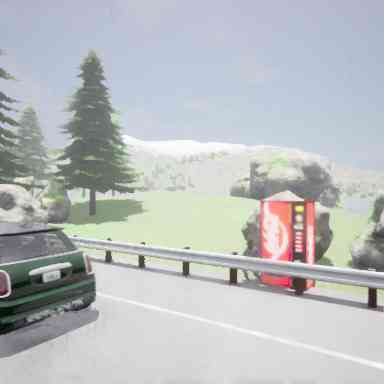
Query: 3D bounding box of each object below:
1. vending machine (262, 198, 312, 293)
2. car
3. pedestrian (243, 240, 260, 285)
[{"bbox_3d":[2.338,1.196,8.116,0.880,2.100,1.100,0,0,34],"label":"vending machine"},{"bbox_3d":[-4.010,1.353,6.392,4.553,1.767,2.097,0,0,32],"label":"car"},{"bbox_3d":[1.441,1.294,8.108,0.375,1.860,0.375,0,0,34],"label":"pedestrian"}]
